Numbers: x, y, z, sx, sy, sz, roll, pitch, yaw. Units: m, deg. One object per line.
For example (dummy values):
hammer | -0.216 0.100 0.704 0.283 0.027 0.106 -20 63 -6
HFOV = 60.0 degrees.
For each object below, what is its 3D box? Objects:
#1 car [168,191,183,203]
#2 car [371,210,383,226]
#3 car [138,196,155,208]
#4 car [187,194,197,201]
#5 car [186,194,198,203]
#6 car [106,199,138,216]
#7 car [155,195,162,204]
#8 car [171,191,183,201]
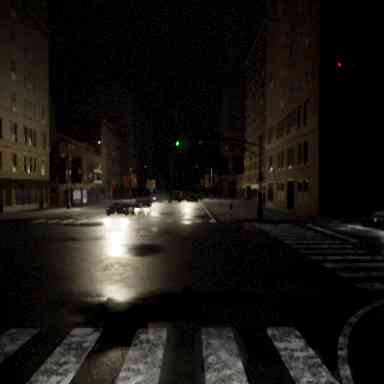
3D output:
car | -3.186 1.009 61.190 2.150 2.045 5.566 0 0 0
car | 12.992 1.326 19.332 4.674 1.442 1.812 0 1 0
car | -6.536 1.406 44.625 1.994 1.385 4.181 0 0 0
car | 0.075 1.186 71.578 2.033 1.411 5.357 0 0 0
car | 0.064 1.292 61.158 1.837 1.490 4.892 0 0 0
car | -6.563 1.492 30.892 1.895 1.301 4.718 0 0 0
car | -6.478 1.337 60.551 2.033 1.411 5.357 0 0 1
car | -3.175 0.871 71.611 2.150 2.045 5.566 0 0 0
